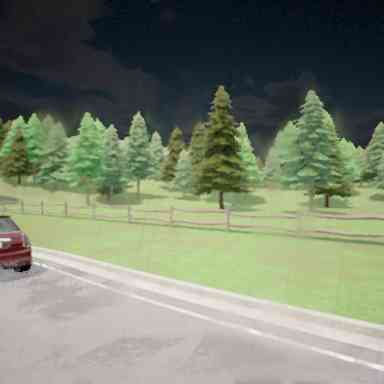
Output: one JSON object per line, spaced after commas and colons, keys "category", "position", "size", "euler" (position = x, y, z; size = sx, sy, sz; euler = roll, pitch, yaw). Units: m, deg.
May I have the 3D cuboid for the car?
{"category": "car", "position": [-6.602, 1.363, 9.548], "size": [4.553, 1.767, 2.097], "euler": [0, 0, 36]}
